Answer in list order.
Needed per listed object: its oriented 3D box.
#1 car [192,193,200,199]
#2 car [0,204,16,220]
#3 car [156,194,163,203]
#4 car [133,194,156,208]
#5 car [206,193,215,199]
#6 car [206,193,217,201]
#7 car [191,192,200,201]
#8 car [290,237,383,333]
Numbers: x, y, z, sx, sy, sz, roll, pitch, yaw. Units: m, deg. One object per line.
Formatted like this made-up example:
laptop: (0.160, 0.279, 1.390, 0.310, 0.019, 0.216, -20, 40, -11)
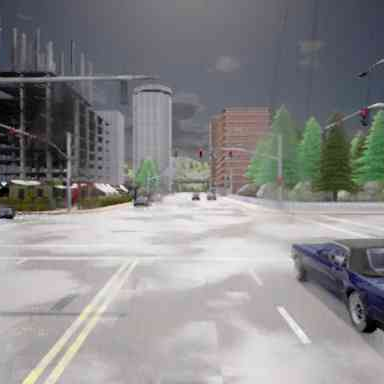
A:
car: (0.961, 0.892, 81.029, 1.837, 1.490, 4.892, 0, 0, 1)
car: (-15.461, 1.454, 24.773, 4.181, 1.385, 1.994, 0, 0, 4)
car: (-6.328, 1.176, 60.590, 2.128, 1.511, 4.902, 0, 0, 1)
car: (-6.571, 1.318, 44.592, 2.033, 1.411, 5.357, 0, 0, 1)
car: (4.462, 0.981, 81.016, 1.895, 1.301, 4.718, 0, 0, 1)
car: (4.352, 1.125, 72.119, 1.812, 1.442, 4.674, 0, 0, 1)
car: (0.849, 1.203, 71.844, 1.895, 1.301, 4.718, 0, 0, 1)
car: (3.498, 1.559, 6.641, 1.895, 1.301, 4.718, 0, 0, -1)
